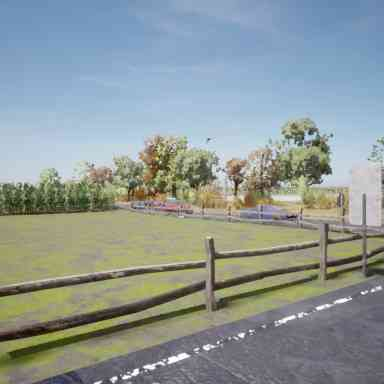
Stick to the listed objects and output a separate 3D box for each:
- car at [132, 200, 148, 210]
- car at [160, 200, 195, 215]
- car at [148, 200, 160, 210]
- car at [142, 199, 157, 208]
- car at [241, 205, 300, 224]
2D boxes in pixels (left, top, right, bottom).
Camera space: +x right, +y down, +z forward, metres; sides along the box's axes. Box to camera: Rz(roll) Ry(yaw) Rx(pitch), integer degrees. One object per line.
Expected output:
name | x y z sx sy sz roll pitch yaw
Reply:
car | -9.094 2.220 56.291 2.033 1.411 5.357 0 -1 -16
car | -1.565 1.808 40.185 2.097 1.767 4.553 -1 0 -31
car | -5.585 2.149 55.117 1.812 1.442 4.674 -1 -1 -17
car | -8.260 2.224 64.389 2.128 1.511 4.902 0 0 -16
car | 6.503 1.807 28.109 2.033 1.411 5.357 -1 0 -35
